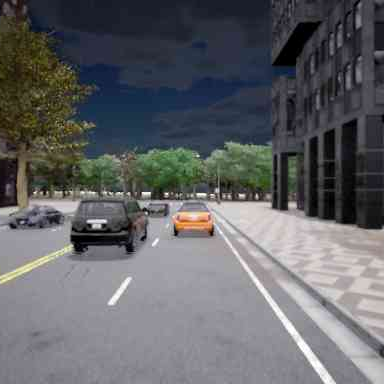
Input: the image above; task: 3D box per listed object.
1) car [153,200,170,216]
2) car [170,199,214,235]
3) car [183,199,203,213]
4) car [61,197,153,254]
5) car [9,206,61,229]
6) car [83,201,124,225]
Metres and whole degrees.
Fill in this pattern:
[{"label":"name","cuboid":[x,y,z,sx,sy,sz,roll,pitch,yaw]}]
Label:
[{"label":"car","cuboid":[-3.158,1.486,32.089,2.128,1.511,4.902,0,0,0]},{"label":"car","cuboid":[0.096,1.353,18.847,2.097,1.767,4.553,0,0,0]},{"label":"car","cuboid":[0.093,1.532,37.548,2.033,1.411,5.357,0,0,0]},{"label":"car","cuboid":[-3.153,1.222,13.698,2.150,2.045,5.566,0,0,0]},{"label":"car","cuboid":[-9.846,1.565,21.313,1.994,1.385,4.181,0,0,0]},{"label":"car","cuboid":[-6.586,1.505,25.389,1.837,1.490,4.892,0,0,0]}]
